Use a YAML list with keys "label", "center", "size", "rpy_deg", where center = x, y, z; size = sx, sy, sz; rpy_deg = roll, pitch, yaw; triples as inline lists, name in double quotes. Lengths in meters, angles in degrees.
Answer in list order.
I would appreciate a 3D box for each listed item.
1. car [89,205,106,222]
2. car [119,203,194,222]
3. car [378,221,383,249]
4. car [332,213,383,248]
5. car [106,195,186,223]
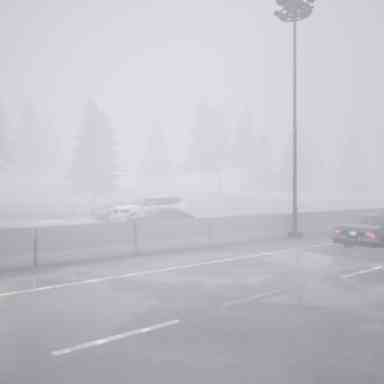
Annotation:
- label: "car"
  center: [-5.257, 1.577, 25.989]
  size: [4.674, 1.442, 1.812]
  rpy_deg: [0, 0, -35]
- label: "car"
  center: [-1.833, 1.603, 19.835]
  size: [4.181, 1.385, 1.994]
  rpy_deg: [0, 0, -35]
- label: "car"
  center: [7.111, 1.518, 8.770]
  size: [4.892, 1.490, 1.837]
  rpy_deg: [0, 0, -35]
- label: "car"
  center: [7.942, 1.570, 13.649]
  size: [5.357, 1.411, 2.033]
  rpy_deg: [0, 0, -35]
- label: "car"
  center: [-2.809, 1.267, 23.435]
  size: [5.566, 2.045, 2.150]
  rpy_deg: [0, 0, -35]
